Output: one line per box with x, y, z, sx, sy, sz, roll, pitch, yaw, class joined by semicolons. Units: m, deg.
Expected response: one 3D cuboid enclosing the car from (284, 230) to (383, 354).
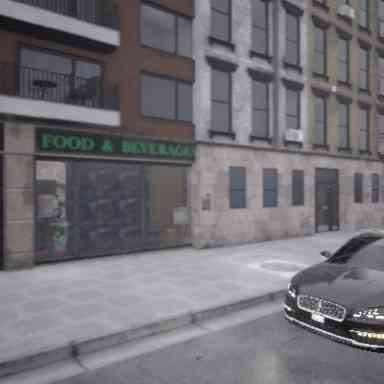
3.728;1.500;6.041;4.892;1.490;1.837;0;0;-36;car
